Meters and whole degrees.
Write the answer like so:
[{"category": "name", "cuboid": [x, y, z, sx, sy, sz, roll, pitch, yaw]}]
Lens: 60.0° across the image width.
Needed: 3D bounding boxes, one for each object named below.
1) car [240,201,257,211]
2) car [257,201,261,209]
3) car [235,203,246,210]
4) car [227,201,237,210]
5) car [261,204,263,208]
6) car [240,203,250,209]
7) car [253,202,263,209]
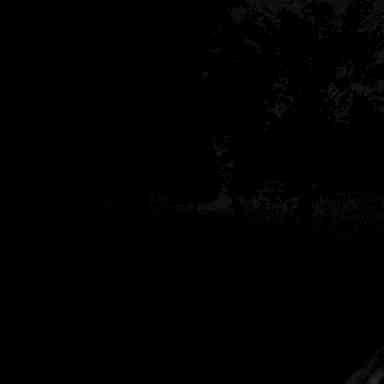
[{"category": "car", "cuboid": [8.768, 2.278, 51.778, 1.837, 1.490, 4.892, 0, -2, 11]}, {"category": "car", "cuboid": [11.745, 2.893, 64.922, 1.994, 1.385, 4.181, 0, -2, 15]}, {"category": "car", "cuboid": [10.895, 3.235, 74.604, 1.994, 1.385, 4.181, 0, -2, 15]}, {"category": "car", "cuboid": [8.062, 2.564, 63.608, 2.097, 1.767, 4.553, 0, -2, 15]}, {"category": "car", "cuboid": [14.263, 2.969, 74.632, 2.150, 2.045, 5.566, 0, -2, 15]}, {"category": "car", "cuboid": [13.382, 3.469, 84.157, 2.033, 1.411, 5.357, 0, -2, 15]}, {"category": "car", "cuboid": [16.627, 3.343, 83.718, 2.097, 1.767, 4.553, 0, -2, 15]}]
